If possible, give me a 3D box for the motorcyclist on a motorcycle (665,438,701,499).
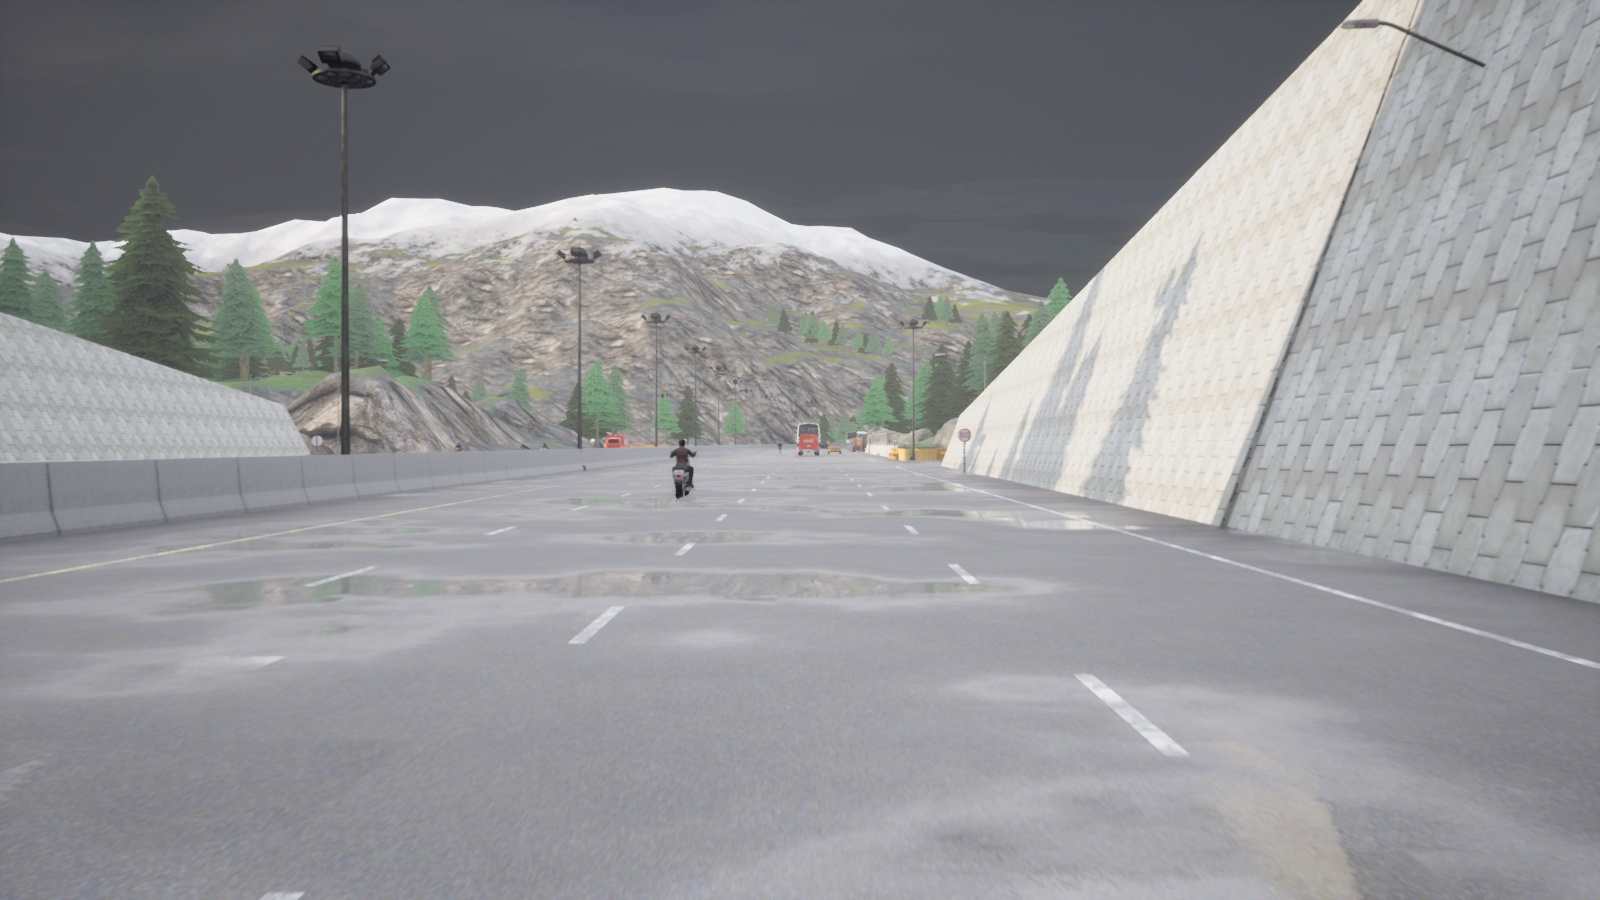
[{"bbox_3d":[-3.249,0.497,35.033,0.766,1.649,2.350,0,0,0],"label":"motorcyclist on a motorcycle"}]
